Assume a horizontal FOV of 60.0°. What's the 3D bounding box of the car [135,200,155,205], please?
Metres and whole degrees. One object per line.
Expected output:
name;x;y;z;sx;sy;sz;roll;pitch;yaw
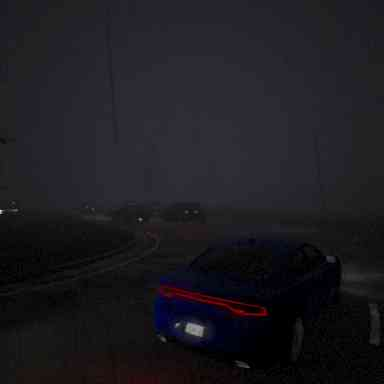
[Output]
car;-4.924;1.863;40.857;2.033;1.411;5.357;1;-1;-27

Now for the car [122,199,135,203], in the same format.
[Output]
car;-9.320;1.874;50.044;1.837;1.490;4.892;1;-1;-25

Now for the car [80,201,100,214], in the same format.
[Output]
car;-12.299;1.795;39.961;1.812;1.442;4.674;1;0;-26

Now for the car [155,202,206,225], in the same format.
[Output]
car;-0.821;1.572;26.769;2.097;1.767;4.553;1;-1;-32

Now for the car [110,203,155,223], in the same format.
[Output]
car;-5.137;1.801;27.194;1.895;1.301;4.718;1;-1;-33

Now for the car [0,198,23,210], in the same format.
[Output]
car;-26.369;1.620;48.640;2.097;1.767;4.553;0;-1;-14

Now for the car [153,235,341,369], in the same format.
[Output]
car;1.400;1.536;6.078;1.882;1.535;5.008;1;0;33
